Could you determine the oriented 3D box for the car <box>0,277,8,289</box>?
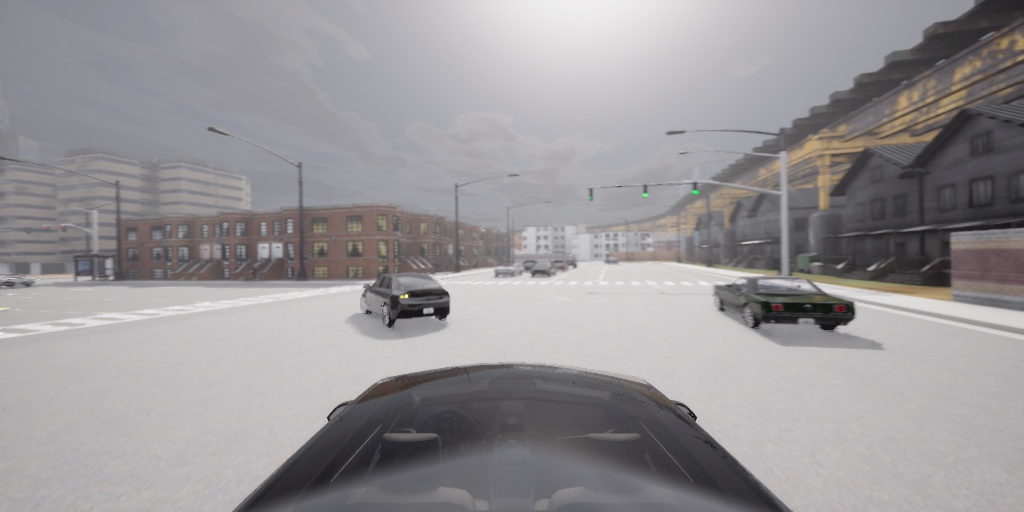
[{"bbox_3d":[-23.753,1.730,14.520,5.357,1.411,2.033,-1,0,15],"label":"car"}]

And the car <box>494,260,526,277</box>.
[{"bbox_3d":[-0.271,1.348,35.742,1.895,1.301,4.718,-1,0,16],"label":"car"}]

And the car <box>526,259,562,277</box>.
[{"bbox_3d":[3.187,1.231,35.109,2.033,1.411,5.357,-1,0,16],"label":"car"}]

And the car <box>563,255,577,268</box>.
[{"bbox_3d":[8.669,0.800,54.438,2.150,2.045,5.566,-1,0,16],"label":"car"}]

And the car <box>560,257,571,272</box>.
[{"bbox_3d":[5.806,1.159,44.331,1.812,1.442,4.674,-1,0,16],"label":"car"}]

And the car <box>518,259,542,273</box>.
[{"bbox_3d":[2.277,1.203,44.704,1.837,1.490,4.892,-1,0,16],"label":"car"}]

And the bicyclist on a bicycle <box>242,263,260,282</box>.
[{"bbox_3d":[-22.863,1.462,31.390,0.582,1.620,1.656,-1,0,16],"label":"bicyclist on a bicycle"}]

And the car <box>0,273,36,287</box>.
[{"bbox_3d":[-44.304,2.156,31.293,4.718,1.301,1.895,-1,0,16],"label":"car"}]

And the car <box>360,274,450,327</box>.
[{"bbox_3d":[-3.711,1.320,12.082,1.837,1.490,4.892,0,-1,-34],"label":"car"}]

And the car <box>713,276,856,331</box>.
[{"bbox_3d":[7.379,1.214,10.399,1.895,1.301,4.718,-1,0,16],"label":"car"}]
